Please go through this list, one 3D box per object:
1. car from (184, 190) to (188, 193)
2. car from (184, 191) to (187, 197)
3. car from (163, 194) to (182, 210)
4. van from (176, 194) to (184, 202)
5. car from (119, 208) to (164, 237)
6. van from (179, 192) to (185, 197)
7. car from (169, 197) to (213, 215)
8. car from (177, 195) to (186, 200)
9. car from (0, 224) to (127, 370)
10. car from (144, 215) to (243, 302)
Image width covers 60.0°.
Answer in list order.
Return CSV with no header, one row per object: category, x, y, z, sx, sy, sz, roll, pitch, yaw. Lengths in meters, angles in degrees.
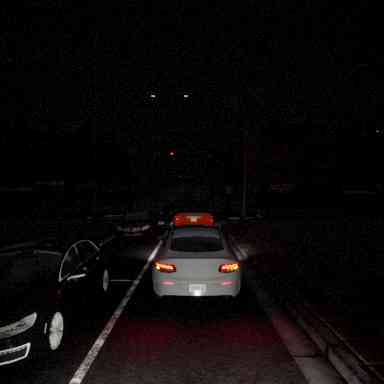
car,-2.744,1.132,93.398,2.192,1.841,5.009,-1,1,0
car,-2.730,1.308,71.228,2.192,1.841,5.009,-1,0,0
car,-2.705,1.484,43.529,1.967,1.590,4.097,-2,0,0
van,-2.733,1.302,76.765,1.690,1.788,3.998,-1,0,0
car,-2.674,1.582,16.751,1.802,1.307,4.206,-2,0,0
van,-2.724,1.360,65.685,1.690,1.788,3.998,-1,0,0
car,0.083,1.353,18.112,2.097,1.767,4.553,0,0,0
car,-2.737,1.430,87.849,2.008,1.369,4.403,-1,0,0
car,-2.664,1.548,5.857,2.008,1.369,4.403,-2,0,0
car,0.093,1.523,8.149,1.812,1.442,4.674,0,0,0
